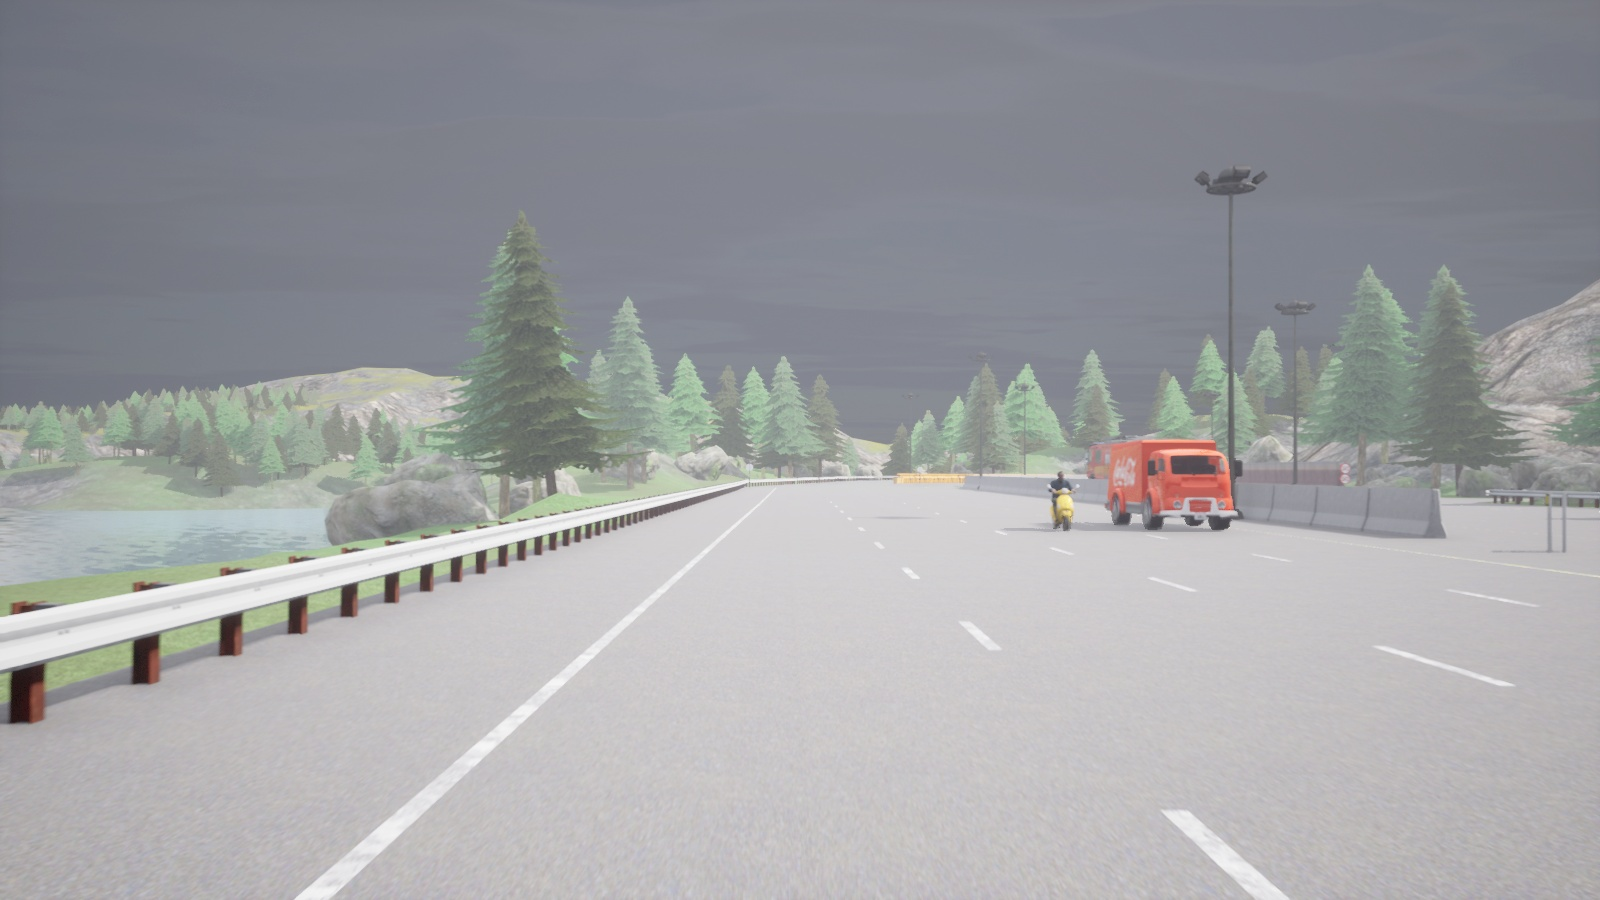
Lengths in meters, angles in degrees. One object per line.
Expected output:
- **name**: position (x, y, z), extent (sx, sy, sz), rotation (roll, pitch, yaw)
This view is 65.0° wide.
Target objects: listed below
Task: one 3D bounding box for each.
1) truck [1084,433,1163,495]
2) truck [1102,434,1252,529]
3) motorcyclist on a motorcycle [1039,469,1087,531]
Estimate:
- **truck**: position (20.749, 0.924, 81.049), extent (2.891, 3.827, 8.468), rotation (0, -1, 0)
- **truck**: position (10.416, 0.880, 35.222), extent (2.627, 2.467, 5.204), rotation (0, -1, 0)
- **motorcyclist on a motorcycle**: position (6.922, 1.295, 33.160), extent (0.866, 1.590, 1.817), rotation (0, -1, 0)
